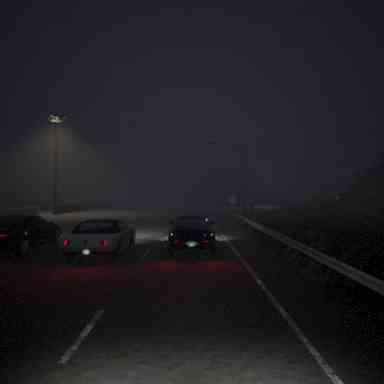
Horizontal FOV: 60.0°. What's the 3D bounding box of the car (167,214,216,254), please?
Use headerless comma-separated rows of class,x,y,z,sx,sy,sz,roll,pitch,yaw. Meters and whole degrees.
car,0.003,1.659,13.936,1.812,1.442,4.674,0,0,0

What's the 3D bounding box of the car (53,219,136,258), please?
car,-3.504,1.729,13.264,1.895,1.301,4.718,0,-1,0

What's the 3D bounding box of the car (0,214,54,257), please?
car,-7.001,1.638,13.521,1.837,1.490,4.892,0,0,0
